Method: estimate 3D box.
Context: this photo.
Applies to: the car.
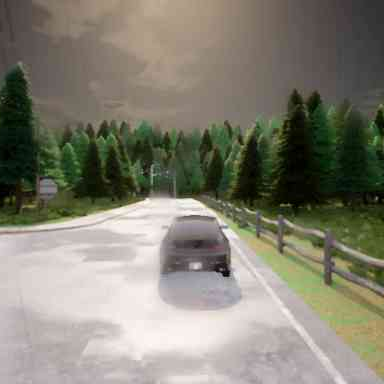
[{"bbox_3d":[0.090,1.456,10.173,1.837,1.490,4.892,0,1,0],"label":"car"}]
